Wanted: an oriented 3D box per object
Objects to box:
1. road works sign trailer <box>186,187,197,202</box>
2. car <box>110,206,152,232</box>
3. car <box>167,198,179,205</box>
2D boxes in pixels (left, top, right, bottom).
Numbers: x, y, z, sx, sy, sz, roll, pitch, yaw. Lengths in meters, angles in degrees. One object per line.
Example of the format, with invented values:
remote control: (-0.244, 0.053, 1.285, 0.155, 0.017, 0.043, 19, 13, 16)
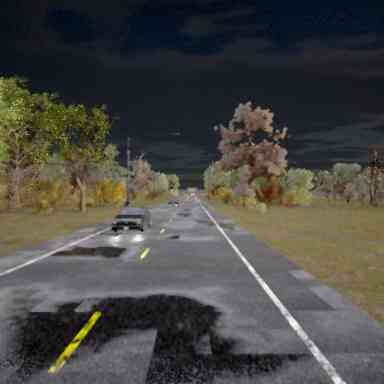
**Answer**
road works sign trailer: (0.033, 0.697, 80.270, 2.380, 3.560, 2.880, 0, 0, 0)
car: (-3.592, 1.604, 20.785, 2.033, 1.411, 5.357, 0, 0, 0)
car: (-3.496, 1.739, 62.671, 1.994, 1.385, 4.181, 0, 0, 1)
